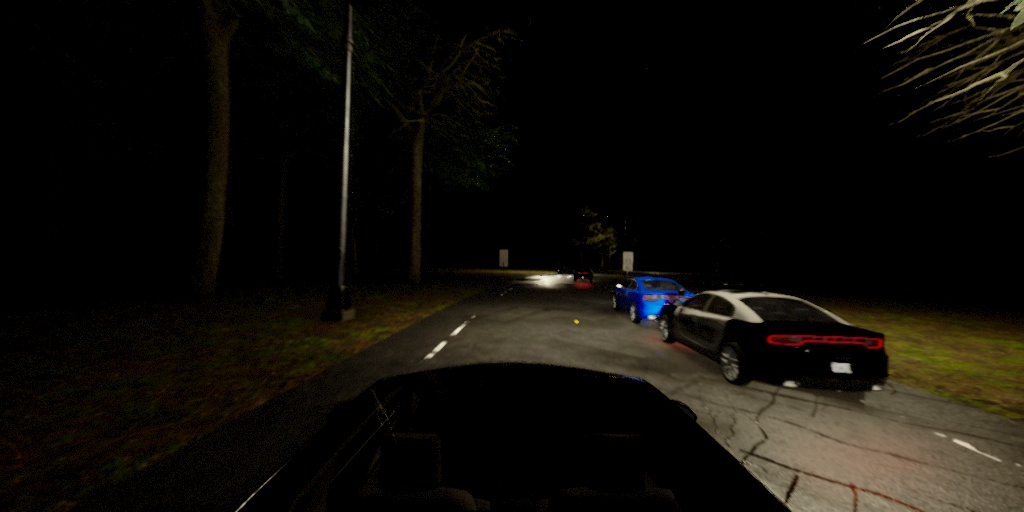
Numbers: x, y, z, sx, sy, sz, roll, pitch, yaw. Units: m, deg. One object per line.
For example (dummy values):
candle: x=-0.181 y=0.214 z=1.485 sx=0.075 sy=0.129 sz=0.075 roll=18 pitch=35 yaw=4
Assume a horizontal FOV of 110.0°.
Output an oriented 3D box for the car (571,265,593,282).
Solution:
car: x=7.436 y=1.936 z=37.651 sx=1.837 sy=1.490 sz=4.892 roll=2 pitch=-1 yaw=11

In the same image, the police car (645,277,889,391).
police car: x=4.680 y=1.373 z=7.529 sx=1.930 sy=1.638 sz=5.238 roll=1 pitch=-1 yaw=3

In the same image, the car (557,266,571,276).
car: x=8.375 y=2.247 z=56.729 sx=1.882 sy=1.535 sz=5.008 roll=1 pitch=-1 yaw=16

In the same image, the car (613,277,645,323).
car: x=5.071 y=1.509 z=13.330 sx=1.882 sy=1.535 sz=5.008 roll=1 pitch=-1 yaw=5
